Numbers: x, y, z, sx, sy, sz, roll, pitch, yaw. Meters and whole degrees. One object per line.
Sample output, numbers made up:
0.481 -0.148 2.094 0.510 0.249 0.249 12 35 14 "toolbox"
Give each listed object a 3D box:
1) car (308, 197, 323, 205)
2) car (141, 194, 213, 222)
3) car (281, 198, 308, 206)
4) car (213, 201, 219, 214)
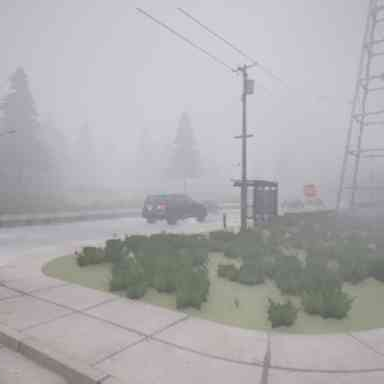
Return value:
18.621 1.450 50.755 1.812 1.442 4.674 0 0 36 "car"
-1.128 1.143 23.348 2.150 2.045 5.566 0 0 36 "car"
12.957 1.450 42.810 1.812 1.442 4.674 0 0 36 "car"
0.769 1.413 31.981 1.837 1.490 4.892 0 0 36 "car"
